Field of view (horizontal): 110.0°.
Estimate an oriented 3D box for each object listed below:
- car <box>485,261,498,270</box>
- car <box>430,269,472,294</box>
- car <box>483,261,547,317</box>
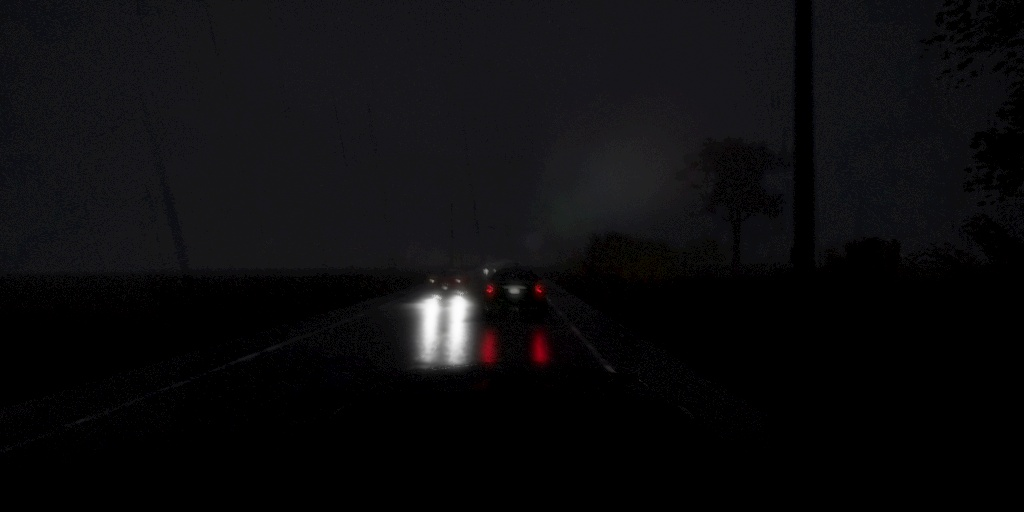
[{"bbox_3d":[-3.530,1.559,62.292,1.812,1.442,4.674,0,0,1],"label":"car"},{"bbox_3d":[-3.599,1.457,21.658,1.895,1.301,4.718,0,0,0],"label":"car"},{"bbox_3d":[0.099,1.166,13.568,2.097,1.767,4.553,0,0,0],"label":"car"}]
